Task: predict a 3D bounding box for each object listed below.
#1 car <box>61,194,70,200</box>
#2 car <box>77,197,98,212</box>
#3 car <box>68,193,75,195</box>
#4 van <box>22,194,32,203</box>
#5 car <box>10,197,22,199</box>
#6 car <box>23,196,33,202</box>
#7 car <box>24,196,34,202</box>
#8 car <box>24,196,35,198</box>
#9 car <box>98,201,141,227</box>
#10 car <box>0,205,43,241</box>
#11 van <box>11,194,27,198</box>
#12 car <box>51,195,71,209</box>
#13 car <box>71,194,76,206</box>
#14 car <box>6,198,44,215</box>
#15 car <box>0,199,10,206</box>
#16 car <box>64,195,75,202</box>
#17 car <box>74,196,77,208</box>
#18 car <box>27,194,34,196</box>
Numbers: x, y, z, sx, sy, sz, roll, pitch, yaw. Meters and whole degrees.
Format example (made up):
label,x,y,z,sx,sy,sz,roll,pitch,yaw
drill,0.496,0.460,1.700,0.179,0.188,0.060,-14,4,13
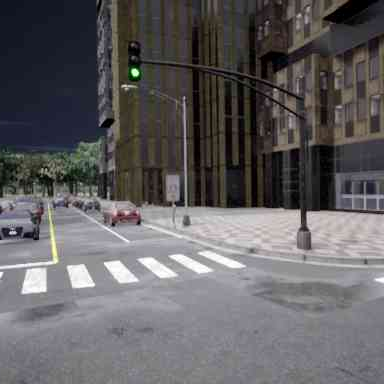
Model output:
label,x,y,z,sx,sy,sz,roll,pitch,yaw
car,-33.074,1.340,86.986,1.967,1.590,4.097,-1,1,-24
car,-11.303,1.449,37.159,2.008,1.369,4.403,-1,1,-24
car,-22.256,1.420,62.229,1.752,1.417,4.829,-1,1,-24
van,-36.533,1.412,73.608,1.690,1.788,3.998,-1,1,-24
car,-21.223,1.597,38.574,1.752,1.417,4.829,-1,1,-24
car,-38.638,1.598,78.437,1.752,1.417,4.829,-1,1,-24
car,-40.882,1.640,83.576,1.947,1.339,4.313,-1,1,-24
car,-20.144,1.562,43.005,2.033,1.411,5.357,-1,1,-24
car,-4.775,1.343,22.210,1.967,1.590,4.097,-1,1,-24
car,-8.537,1.588,16.201,1.994,1.385,4.181,-1,1,-24
van,-25.649,1.411,48.694,1.690,1.788,3.998,-1,1,-24
car,-17.939,1.478,45.450,1.812,1.442,4.674,-1,1,-24
car,-15.657,1.441,47.125,1.887,1.381,4.507,-1,1,-24
car,-12.142,1.498,24.475,1.882,1.535,5.008,-1,1,-23
car,-14.765,1.391,23.779,2.192,1.841,5.009,-1,1,-24
car,-26.541,1.446,72.039,2.008,1.369,4.403,-1,1,-24
car,-13.480,1.441,42.142,1.887,1.381,4.507,-1,1,-24
car,-34.351,1.636,68.627,1.947,1.339,4.313,-1,1,-24
